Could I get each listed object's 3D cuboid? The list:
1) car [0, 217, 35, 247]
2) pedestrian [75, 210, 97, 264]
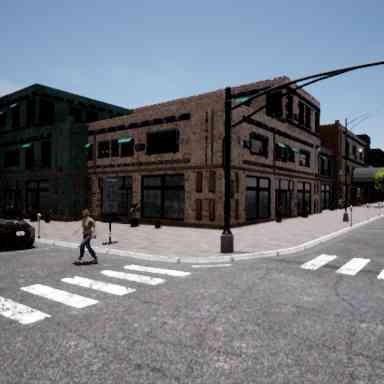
[{"bbox_3d":[-8.853,1.798,15.259,4.313,1.339,1.947,-1,-1,38],"label":"car"},{"bbox_3d":[-3.501,1.462,11.004,0.375,1.860,0.375,0,0,38],"label":"pedestrian"}]
